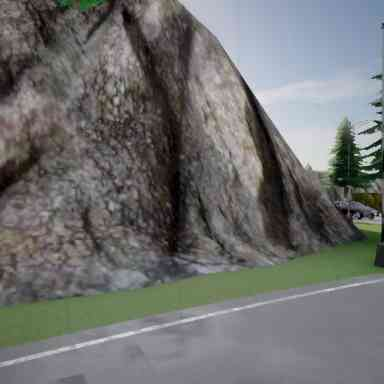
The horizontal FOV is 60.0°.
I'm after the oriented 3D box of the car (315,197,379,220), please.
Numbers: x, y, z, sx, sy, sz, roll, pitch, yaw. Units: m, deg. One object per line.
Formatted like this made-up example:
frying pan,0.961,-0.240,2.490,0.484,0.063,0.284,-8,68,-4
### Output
car,13.459,1.491,28.497,2.128,1.511,4.902,0,0,-25
